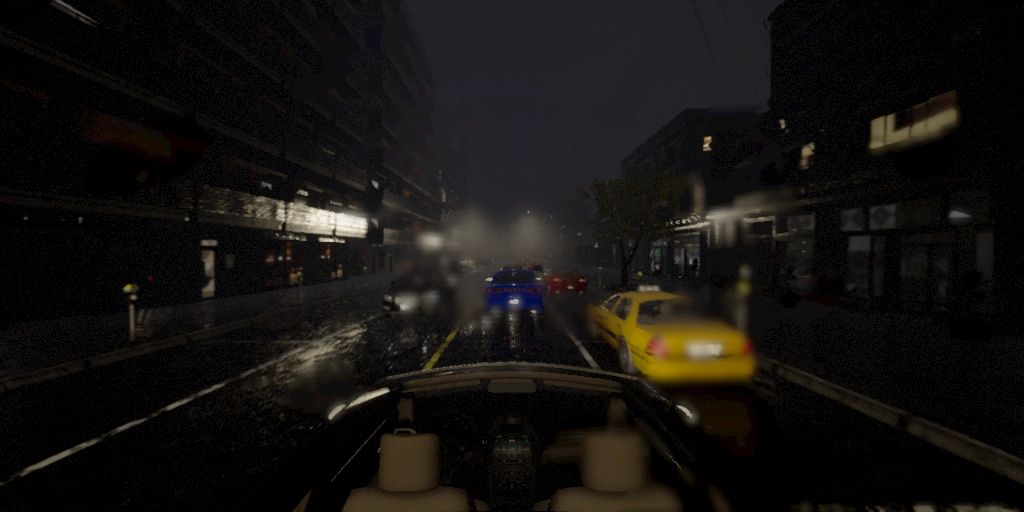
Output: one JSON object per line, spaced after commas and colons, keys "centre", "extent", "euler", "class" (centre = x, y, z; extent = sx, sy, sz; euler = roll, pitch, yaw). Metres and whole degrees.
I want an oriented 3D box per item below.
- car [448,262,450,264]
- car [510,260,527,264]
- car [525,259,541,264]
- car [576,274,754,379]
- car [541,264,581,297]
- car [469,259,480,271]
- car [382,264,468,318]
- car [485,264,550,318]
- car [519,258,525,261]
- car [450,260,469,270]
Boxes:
{"centre": [-5.701, 1.273, 24.172], "extent": [1.888, 1.381, 4.507], "euler": [0, 0, 0], "class": "car"}
{"centre": [0.088, 1.321, 32.888], "extent": [1.895, 1.301, 4.718], "euler": [0, 0, 0], "class": "car"}
{"centre": [2.672, 1.295, 41.180], "extent": [1.802, 1.307, 4.207], "euler": [0, 0, 0], "class": "car"}
{"centre": [2.687, 1.270, 7.285], "extent": [1.751, 1.417, 4.829], "euler": [0, 0, 0], "class": "car"}
{"centre": [2.682, 1.279, 18.470], "extent": [1.888, 1.381, 4.507], "euler": [0, 0, 0], "class": "car"}
{"centre": [-5.711, 1.258, 46.881], "extent": [2.007, 1.370, 4.403], "euler": [0, 0, 0], "class": "car"}
{"centre": [-3.085, 1.230, 12.923], "extent": [2.128, 1.511, 4.902], "euler": [0, 0, 0], "class": "car"}
{"centre": [0.096, 1.216, 13.036], "extent": [1.882, 1.535, 5.008], "euler": [0, 0, 0], "class": "car"}
{"centre": [2.662, 1.260, 63.889], "extent": [1.948, 1.339, 4.313], "euler": [0, 0, 0], "class": "car"}
{"centre": [-5.706, 1.283, 35.527], "extent": [1.948, 1.339, 4.313], "euler": [0, 0, 0], "class": "car"}
